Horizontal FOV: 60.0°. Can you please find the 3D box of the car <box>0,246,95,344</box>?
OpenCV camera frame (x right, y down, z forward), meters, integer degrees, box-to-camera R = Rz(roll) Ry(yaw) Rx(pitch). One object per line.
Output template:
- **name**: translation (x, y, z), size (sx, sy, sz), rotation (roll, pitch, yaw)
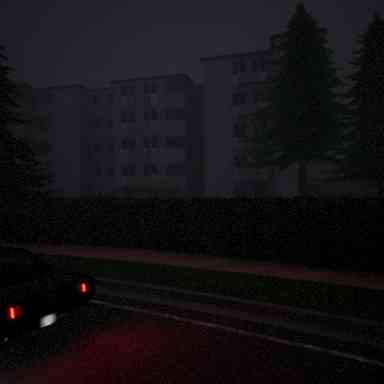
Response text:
- **car**: translation (-4.163, 1.676, 5.999), size (4.718, 1.301, 1.895), rotation (-1, 0, 26)
